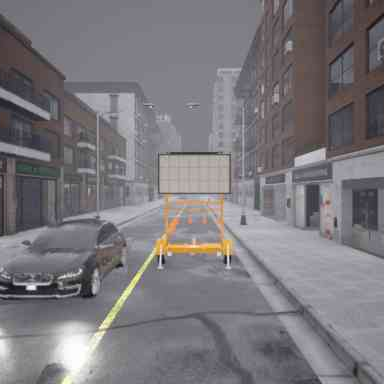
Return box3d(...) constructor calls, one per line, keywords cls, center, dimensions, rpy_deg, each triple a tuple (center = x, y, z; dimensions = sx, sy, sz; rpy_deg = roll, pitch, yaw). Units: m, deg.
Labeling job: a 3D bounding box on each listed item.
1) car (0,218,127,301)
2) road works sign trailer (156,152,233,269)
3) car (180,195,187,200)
box3d(cls="car", center=(-2.939, 1.503, 8.549), dimensions=(1.837, 1.490, 4.892), rpy_deg=(0, 0, 0))
box3d(cls="road works sign trailer", center=(0.080, 0.463, 11.159), dimensions=(2.380, 3.560, 2.880), rpy_deg=(0, 0, 0))
box3d(cls="car", center=(-2.352, 1.477, 88.933), dimensions=(2.033, 1.411, 5.357), rpy_deg=(0, 0, 0))
